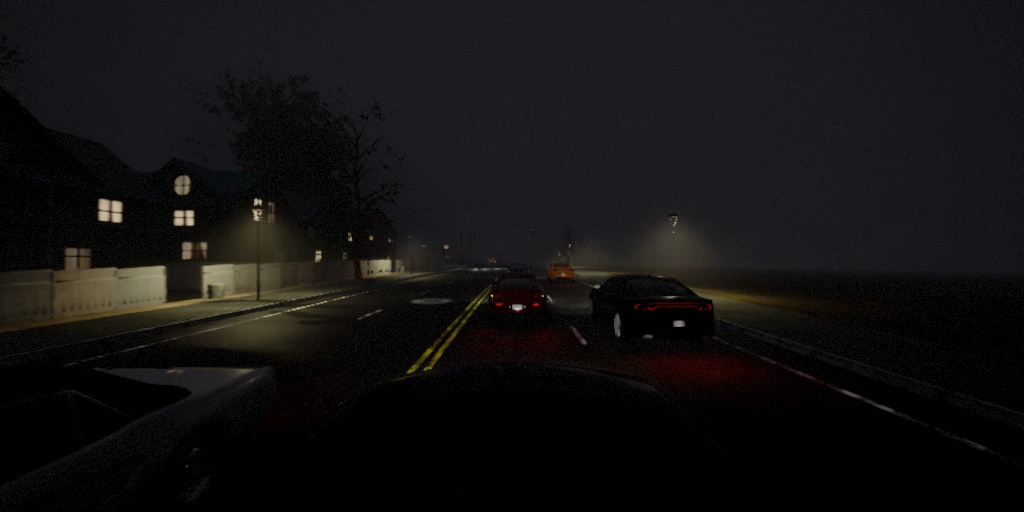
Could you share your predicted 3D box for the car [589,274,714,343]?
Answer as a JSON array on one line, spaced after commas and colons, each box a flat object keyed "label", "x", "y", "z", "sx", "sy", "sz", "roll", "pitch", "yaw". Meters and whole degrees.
[{"label": "car", "x": 3.402, "y": 1.214, "z": 9.719, "sx": 1.882, "sy": 1.535, "sz": 5.008, "roll": 0, "pitch": 0, "yaw": 1}]

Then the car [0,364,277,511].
[{"label": "car", "x": -3.357, "y": 1.350, "z": 1.440, "sx": 1.895, "sy": 1.301, "sz": 4.718, "roll": 0, "pitch": 0, "yaw": 0}]

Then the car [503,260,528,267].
[{"label": "car", "x": 0.495, "y": 1.235, "z": 27.729, "sx": 1.812, "sy": 1.442, "sz": 4.674, "roll": 0, "pitch": 0, "yaw": 2}]

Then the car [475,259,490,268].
[{"label": "car", "x": -4.748, "y": 1.168, "z": 57.721, "sx": 1.882, "sy": 1.535, "sz": 5.008, "roll": 0, "pitch": 0, "yaw": 4}]

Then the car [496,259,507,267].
[{"label": "car", "x": -1.443, "y": 1.234, "z": 58.434, "sx": 2.033, "sy": 1.411, "sz": 5.357, "roll": 0, "pitch": 0, "yaw": 4}]

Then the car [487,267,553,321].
[{"label": "car", "x": 0.183, "y": 1.257, "z": 12.271, "sx": 1.812, "sy": 1.442, "sz": 4.674, "roll": 0, "pitch": 0, "yaw": 1}]

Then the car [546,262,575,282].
[{"label": "car", "x": 3.777, "y": 1.186, "z": 28.330, "sx": 1.882, "sy": 1.535, "sz": 5.008, "roll": 0, "pitch": 0, "yaw": 2}]
